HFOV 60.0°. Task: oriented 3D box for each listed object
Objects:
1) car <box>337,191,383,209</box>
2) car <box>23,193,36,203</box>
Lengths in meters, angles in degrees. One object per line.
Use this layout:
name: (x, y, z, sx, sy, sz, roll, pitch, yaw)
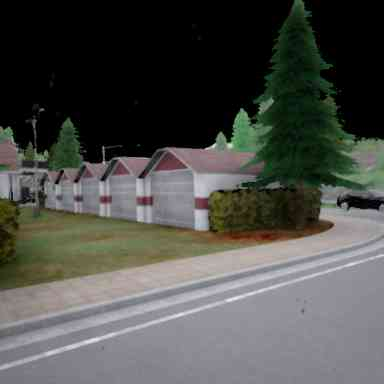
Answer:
car: (12.081, 0.538, 22.357, 1.882, 1.535, 5.008, -2, 1, -22)
car: (-30.632, 1.123, 62.610, 1.905, 1.878, 3.866, -2, 1, -37)
